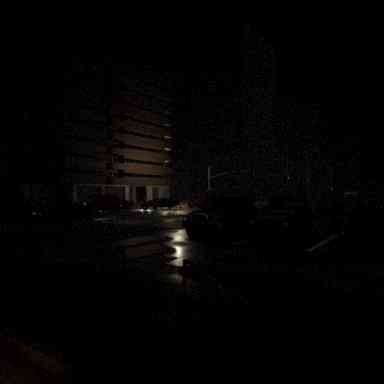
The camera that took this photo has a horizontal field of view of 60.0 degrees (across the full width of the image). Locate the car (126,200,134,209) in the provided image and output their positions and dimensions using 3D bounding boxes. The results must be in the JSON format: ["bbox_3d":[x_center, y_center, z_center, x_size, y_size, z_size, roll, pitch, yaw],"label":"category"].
[{"bbox_3d":[-9.941,1.551,43.094,2.033,1.411,5.357,0,0,34],"label":"car"}]

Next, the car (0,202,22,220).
[{"bbox_3d":[-15.399,1.567,28.686,1.994,1.385,4.181,0,0,34],"label":"car"}]

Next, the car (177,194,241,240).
[{"bbox_3d":[1.554,1.154,15.994,1.932,1.855,4.605,0,0,34],"label":"car"}]

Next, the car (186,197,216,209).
[{"bbox_3d":[1.333,1.481,46.979,1.882,1.535,5.008,0,-1,34],"label":"car"}]

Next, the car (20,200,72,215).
[{"bbox_3d":[-15.316,1.604,35.090,1.895,1.301,4.718,0,0,34],"label":"car"}]

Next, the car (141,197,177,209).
[{"bbox_3d":[-4.486,1.551,44.925,2.033,1.411,5.357,0,0,34],"label":"car"}]

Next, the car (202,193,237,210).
[{"bbox_3d":[3.754,1.223,44.305,2.150,2.045,5.566,0,0,34],"label":"car"}]

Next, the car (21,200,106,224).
[{"bbox_3d":[-9.351,1.550,24.773,2.033,1.411,5.357,0,0,34],"label":"car"}]

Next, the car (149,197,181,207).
[{"bbox_3d":[-4.109,1.551,51.710,2.033,1.411,5.357,0,0,35],"label":"car"}]

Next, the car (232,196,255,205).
[{"bbox_3d":[9.169,1.494,58.649,2.128,1.511,4.902,0,0,34],"label":"car"}]

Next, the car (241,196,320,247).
[{"bbox_3d":[3.921,1.157,14.328,1.905,1.878,3.866,0,0,34],"label":"car"}]

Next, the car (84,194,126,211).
[{"bbox_3d":[-10.294,1.225,36.287,2.150,2.045,5.566,0,0,34],"label":"car"}]

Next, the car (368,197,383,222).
[{"bbox_3d":[15.947,1.396,27.282,1.970,1.475,3.806,0,0,34],"label":"car"}]
